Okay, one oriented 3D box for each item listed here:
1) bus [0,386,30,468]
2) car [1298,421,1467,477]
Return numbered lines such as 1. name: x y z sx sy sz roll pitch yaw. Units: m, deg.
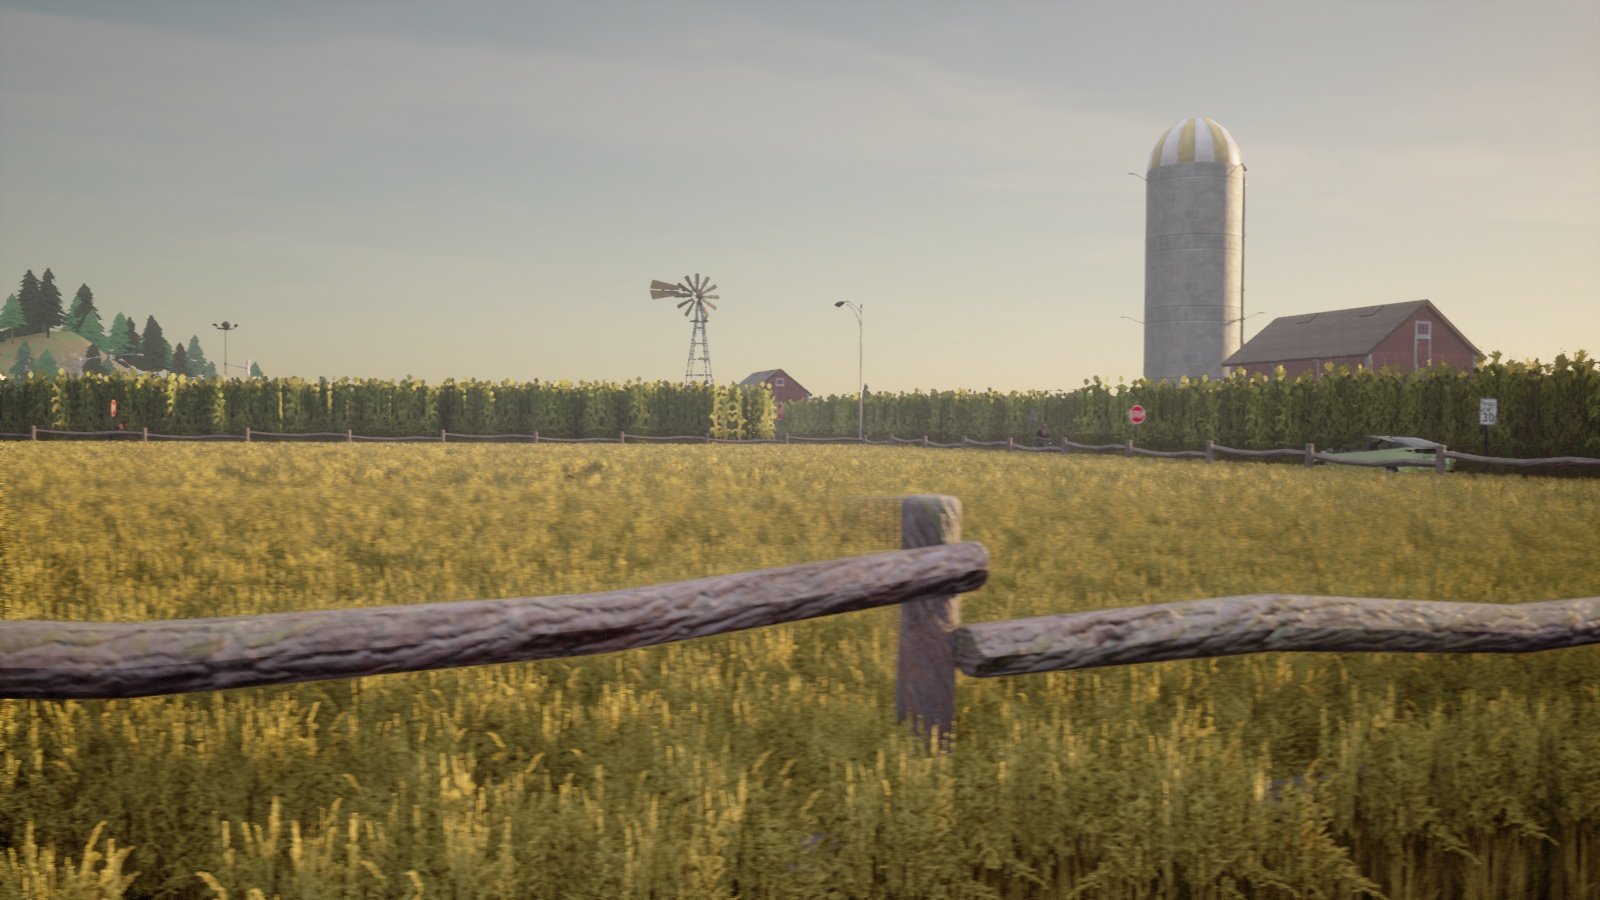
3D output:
1. bus: -43.163 -1.158 64.309 3.944 4.253 10.273 -1 0 -18
2. car: 16.976 -0.081 36.869 2.007 1.525 4.514 -1 1 -17
